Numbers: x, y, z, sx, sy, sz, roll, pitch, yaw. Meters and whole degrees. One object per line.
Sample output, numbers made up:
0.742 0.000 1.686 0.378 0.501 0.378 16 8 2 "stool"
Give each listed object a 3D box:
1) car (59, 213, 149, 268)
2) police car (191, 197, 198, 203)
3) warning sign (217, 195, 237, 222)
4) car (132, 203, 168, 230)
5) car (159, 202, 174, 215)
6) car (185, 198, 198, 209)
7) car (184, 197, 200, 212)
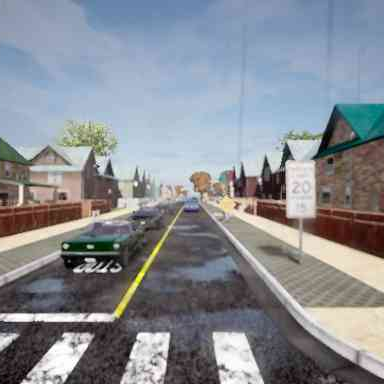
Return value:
-2.866 1.622 11.581 1.895 1.301 4.718 0 0 0 "car"
0.683 2.097 88.768 1.930 1.638 5.238 0 -1 0 "police car"
2.470 1.178 23.670 1.300 1.860 1.060 -1 -1 0 "warning sign"
-2.879 1.621 21.526 1.994 1.385 4.181 0 0 0 "car"
-2.887 1.691 34.871 1.994 1.385 4.181 0 0 0 "car"
-0.081 1.719 51.259 1.882 1.535 5.008 0 0 0 "car"
-0.015 1.717 41.466 2.033 1.411 5.357 0 0 0 "car"
